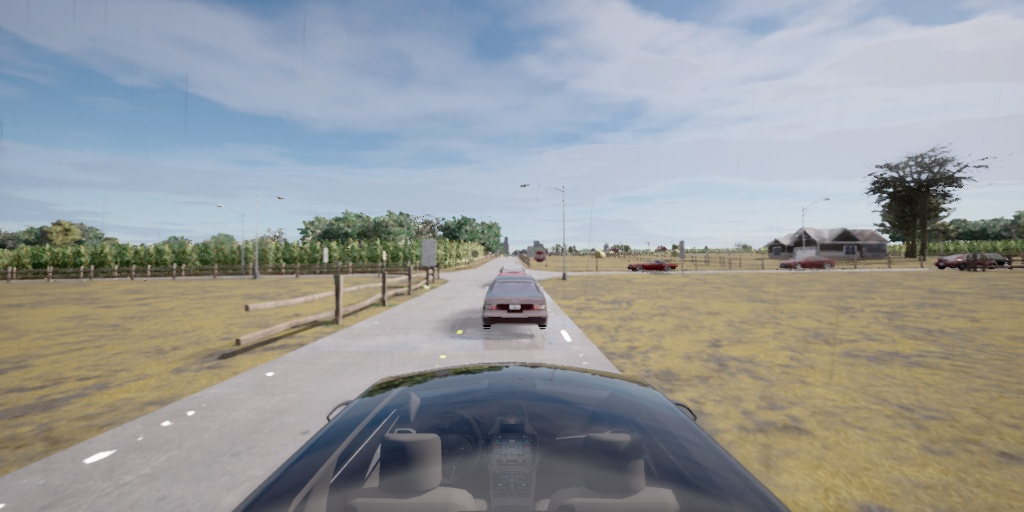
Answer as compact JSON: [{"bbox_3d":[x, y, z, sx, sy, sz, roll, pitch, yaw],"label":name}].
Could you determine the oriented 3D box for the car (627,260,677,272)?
[{"bbox_3d":[14.675,1.049,37.854,4.718,1.301,1.895,-1,-1,0],"label":"car"}]

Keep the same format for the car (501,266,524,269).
[{"bbox_3d":[0.035,1.314,24.537,1.895,1.301,4.718,0,0,0],"label":"car"}]

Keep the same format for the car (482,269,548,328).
[{"bbox_3d":[0.077,1.317,11.448,2.033,1.411,5.357,0,0,0],"label":"car"}]

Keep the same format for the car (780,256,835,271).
[{"bbox_3d":[31.132,0.753,37.887,5.008,1.535,1.882,-1,-1,0],"label":"car"}]

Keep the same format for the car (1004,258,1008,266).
[{"bbox_3d":[49.066,0.499,37.833,4.553,1.767,2.097,-1,-1,0],"label":"car"}]

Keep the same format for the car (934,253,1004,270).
[{"bbox_3d":[44.215,0.604,35.033,4.674,1.442,1.812,-1,-1,0],"label":"car"}]
